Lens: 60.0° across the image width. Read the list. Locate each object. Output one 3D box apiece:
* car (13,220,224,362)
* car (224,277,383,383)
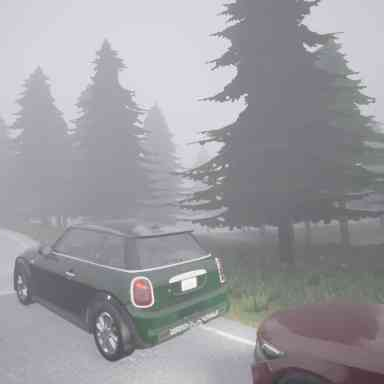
[{"bbox_3d":[-1.573,1.309,6.205,4.553,1.767,2.097,1,1,44],"label":"car"},{"bbox_3d":[2.760,1.532,2.589,4.674,1.442,1.812,1,0,36],"label":"car"}]
